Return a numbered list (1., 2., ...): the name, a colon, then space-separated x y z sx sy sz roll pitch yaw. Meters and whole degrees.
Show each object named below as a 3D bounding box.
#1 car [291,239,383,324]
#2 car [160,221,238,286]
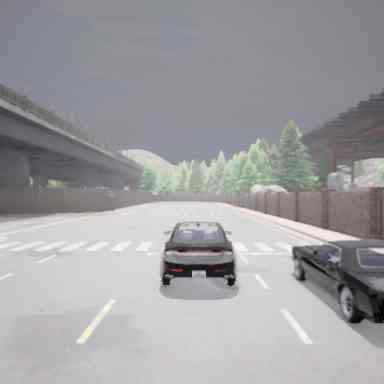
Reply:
1. car: 3.656 1.682 7.265 1.895 1.301 4.718 0 -1 1
2. car: 0.180 1.599 9.698 2.128 1.511 4.902 0 0 1
